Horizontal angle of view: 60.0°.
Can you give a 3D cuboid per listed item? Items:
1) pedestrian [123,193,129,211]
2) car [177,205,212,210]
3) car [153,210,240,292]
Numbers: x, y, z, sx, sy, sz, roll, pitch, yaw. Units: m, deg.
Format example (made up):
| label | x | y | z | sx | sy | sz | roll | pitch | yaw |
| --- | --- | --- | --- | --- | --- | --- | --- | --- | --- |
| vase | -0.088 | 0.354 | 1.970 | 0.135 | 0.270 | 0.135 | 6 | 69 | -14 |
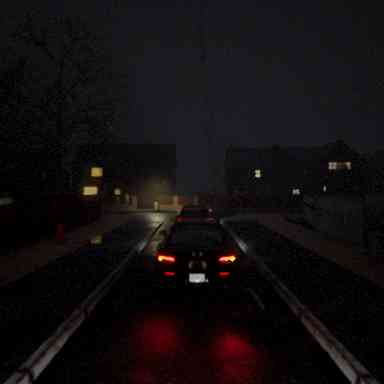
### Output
| label | x | y | z | sx | sy | sz | roll | pitch | yaw |
| --- | --- | --- | --- | --- | --- | --- | --- | --- | --- |
| pedestrian | -6.710 | 0.965 | 34.002 | 0.375 | 1.860 | 0.375 | 0 | 0 | 1 |
| car | 0.116 | 1.365 | 17.220 | 1.994 | 1.385 | 4.181 | 0 | 1 | 0 |
| car | 0.101 | 1.426 | 8.551 | 1.812 | 1.442 | 4.674 | 0 | 1 | 0 |
